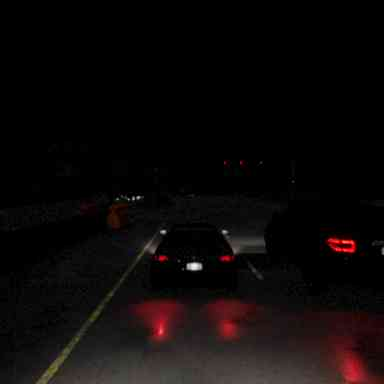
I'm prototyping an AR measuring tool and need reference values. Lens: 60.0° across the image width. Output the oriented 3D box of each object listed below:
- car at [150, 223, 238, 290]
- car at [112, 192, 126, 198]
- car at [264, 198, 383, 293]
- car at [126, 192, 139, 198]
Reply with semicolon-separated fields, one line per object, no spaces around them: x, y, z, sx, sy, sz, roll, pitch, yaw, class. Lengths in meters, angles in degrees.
0.054;1.512;8.943;1.994;1.385;4.181;0;0;0;car
-18.045;0.803;79.769;2.033;1.411;5.357;0;1;0;car
3.577;1.170;8.876;2.150;2.045;5.566;0;0;-2;car
-14.555;0.804;80.857;1.994;1.385;4.181;0;1;0;car
